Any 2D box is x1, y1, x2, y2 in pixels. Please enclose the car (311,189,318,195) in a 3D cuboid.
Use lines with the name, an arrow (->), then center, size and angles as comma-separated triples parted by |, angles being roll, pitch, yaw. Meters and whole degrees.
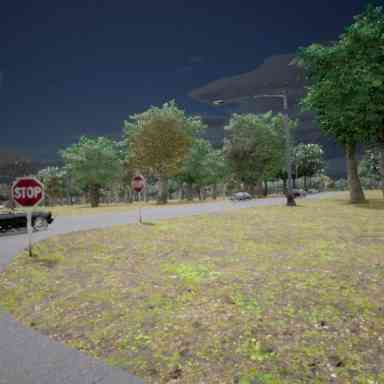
car -> 29.758, -0.065, 82.447 | 2.033, 1.411, 5.357 | -4, -1, 34

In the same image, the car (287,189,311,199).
car -> 15.633, 0.224, 49.548 | 1.882, 1.535, 5.008 | -4, -1, 34

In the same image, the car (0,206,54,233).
car -> -8.497, 1.231, 14.362 | 1.895, 1.301, 4.718 | -3, 1, 35

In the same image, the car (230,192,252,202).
car -> 7.403, 0.746, 49.871 | 1.812, 1.442, 4.674 | -4, -1, 35
